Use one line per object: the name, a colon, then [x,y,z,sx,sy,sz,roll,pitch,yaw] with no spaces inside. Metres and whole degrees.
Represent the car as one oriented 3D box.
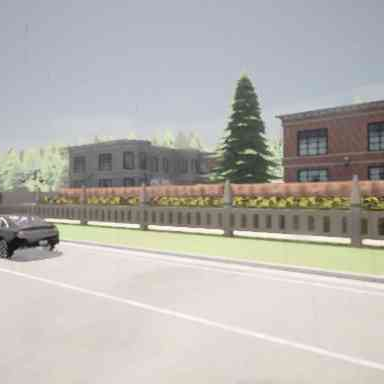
car: [-7.319,1.638,13.408,4.902,1.511,2.128,-1,0,36]
